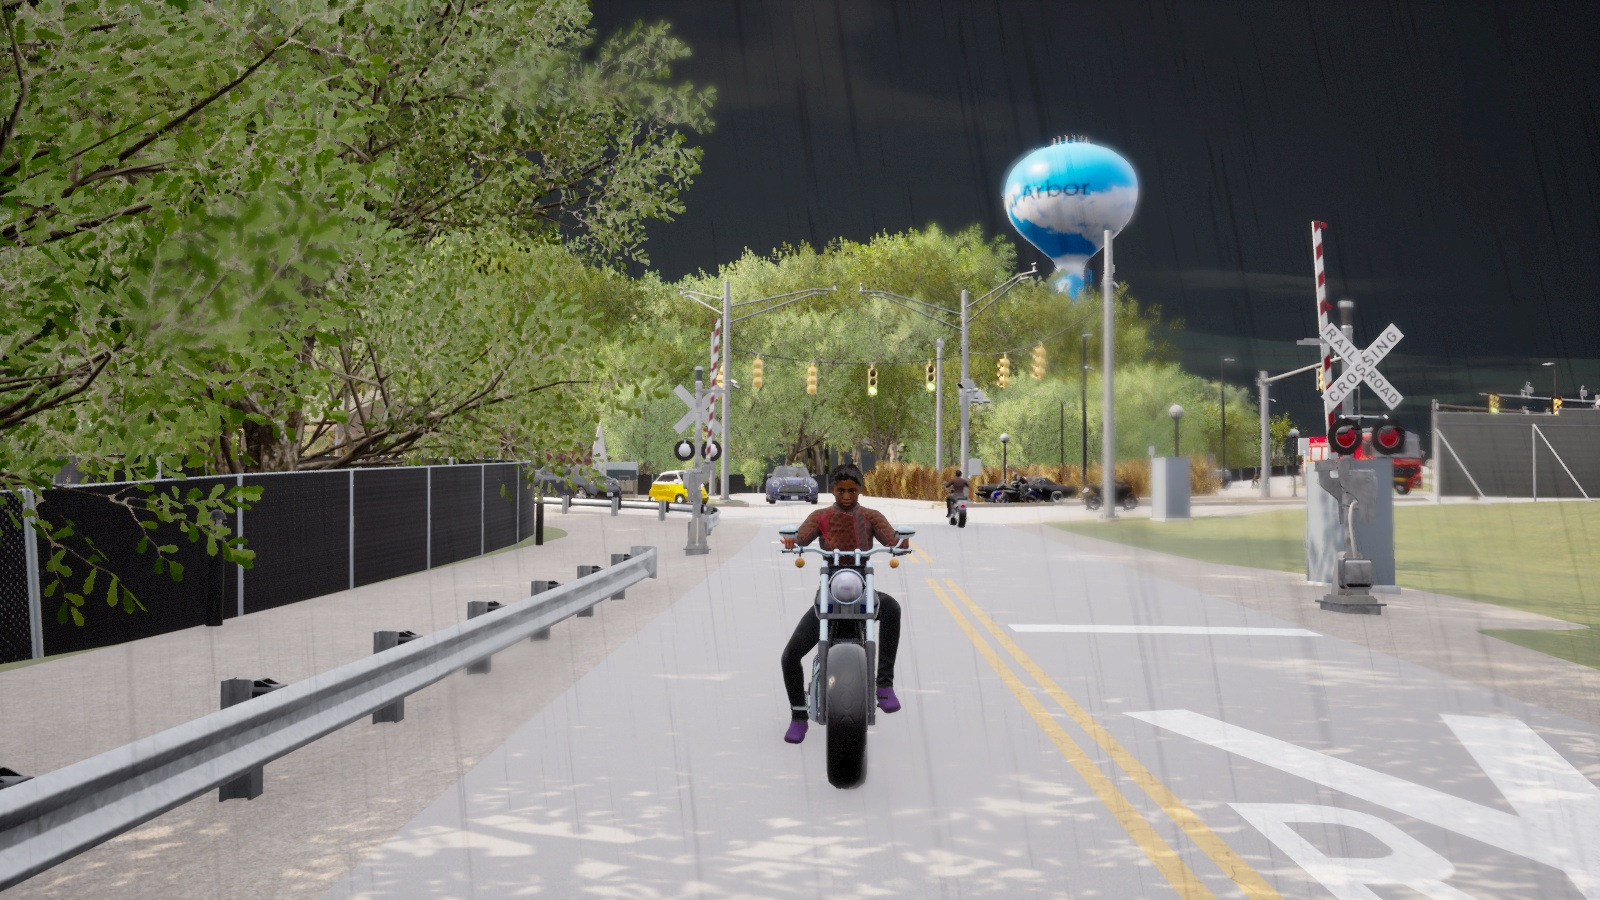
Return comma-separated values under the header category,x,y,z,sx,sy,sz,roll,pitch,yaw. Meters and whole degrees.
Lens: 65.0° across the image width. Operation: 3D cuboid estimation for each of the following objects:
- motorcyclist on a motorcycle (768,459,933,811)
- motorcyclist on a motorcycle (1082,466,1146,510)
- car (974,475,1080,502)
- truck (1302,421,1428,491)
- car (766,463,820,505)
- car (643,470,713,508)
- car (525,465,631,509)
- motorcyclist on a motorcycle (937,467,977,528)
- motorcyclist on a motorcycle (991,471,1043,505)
category,x,y,z,sx,sy,sz,roll,pitch,yaw
motorcyclist on a motorcycle,0.270,0.884,7.085,0.766,1.649,2.350,0,-1,2
motorcyclist on a motorcycle,11.138,1.333,44.547,2.044,1.523,0.797,-1,0,-12
car,10.910,1.856,60.601,4.718,1.301,1.895,0,-1,-4
truck,32.608,0.410,72.906,2.891,3.827,8.468,0,-1,-5
car,-0.369,1.471,55.251,2.097,1.767,4.553,0,-1,-4
car,-4.653,1.502,47.848,2.207,1.376,1.481,-2,-3,34
car,-7.948,1.329,44.832,3.633,1.501,1.845,-1,-3,41
motorcyclist on a motorcycle,4.421,1.324,35.452,0.766,1.649,2.350,1,-1,-1
motorcyclist on a motorcycle,9.859,1.731,57.018,2.191,1.530,0.866,0,-1,-4
